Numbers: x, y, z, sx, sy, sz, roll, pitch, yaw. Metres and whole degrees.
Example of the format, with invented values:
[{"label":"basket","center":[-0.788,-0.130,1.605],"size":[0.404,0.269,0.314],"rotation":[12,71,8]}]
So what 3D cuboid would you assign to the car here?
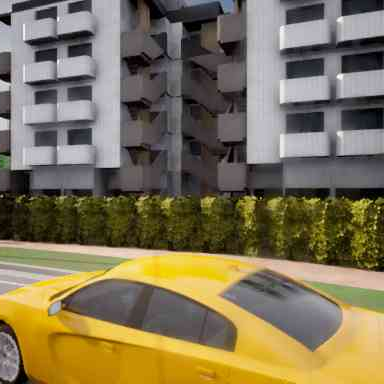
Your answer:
[{"label":"car","center":[-0.307,1.478,3.741],"size":[5.008,1.535,1.882],"rotation":[0,0,32]}]
